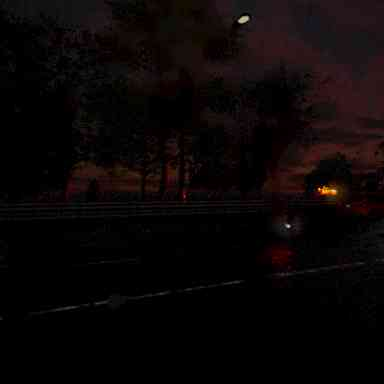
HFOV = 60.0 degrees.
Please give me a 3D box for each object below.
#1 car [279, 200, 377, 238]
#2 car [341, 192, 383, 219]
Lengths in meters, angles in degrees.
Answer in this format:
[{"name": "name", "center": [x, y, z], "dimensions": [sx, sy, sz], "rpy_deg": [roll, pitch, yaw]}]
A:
[{"name": "car", "center": [6.543, 1.310, 16.328], "dimensions": [4.892, 1.490, 1.837], "rpy_deg": [0, 0, -27]}, {"name": "car", "center": [12.804, 1.038, 23.457], "dimensions": [5.566, 2.045, 2.150], "rpy_deg": [0, 0, -27]}]
